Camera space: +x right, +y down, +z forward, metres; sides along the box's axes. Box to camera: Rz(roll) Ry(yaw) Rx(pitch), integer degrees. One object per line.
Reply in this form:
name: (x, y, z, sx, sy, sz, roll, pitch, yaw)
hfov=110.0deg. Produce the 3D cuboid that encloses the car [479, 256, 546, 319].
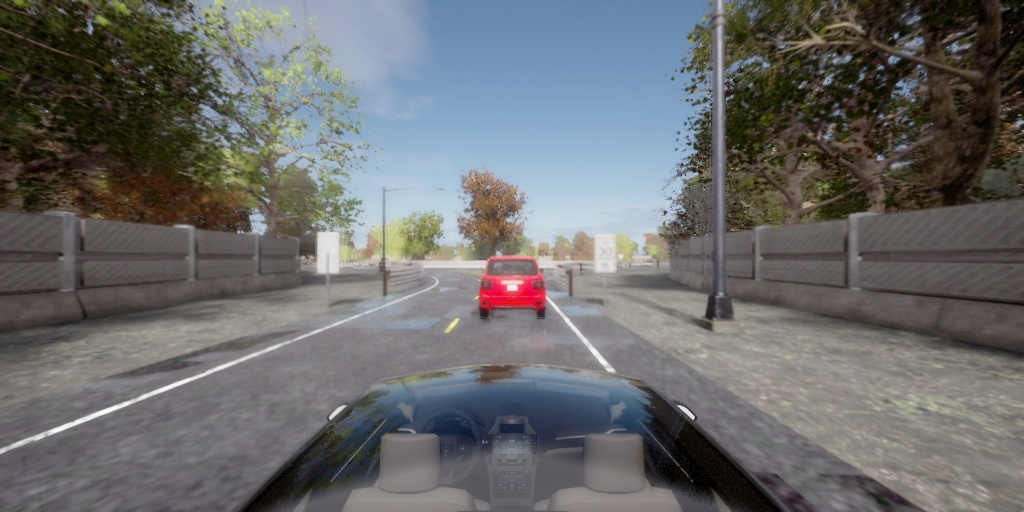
car: (0.030, 1.024, 13.268, 2.150, 2.045, 5.566, 0, 0, 0)
